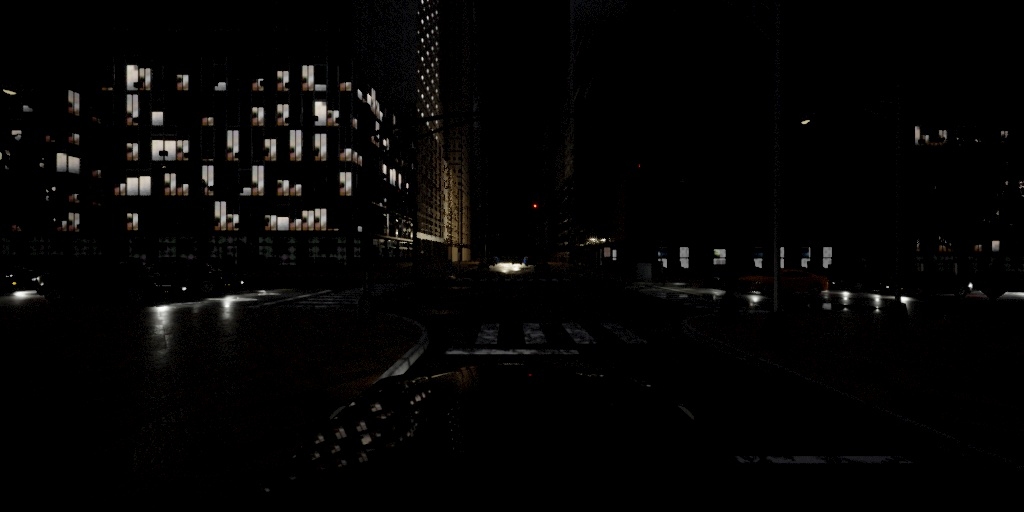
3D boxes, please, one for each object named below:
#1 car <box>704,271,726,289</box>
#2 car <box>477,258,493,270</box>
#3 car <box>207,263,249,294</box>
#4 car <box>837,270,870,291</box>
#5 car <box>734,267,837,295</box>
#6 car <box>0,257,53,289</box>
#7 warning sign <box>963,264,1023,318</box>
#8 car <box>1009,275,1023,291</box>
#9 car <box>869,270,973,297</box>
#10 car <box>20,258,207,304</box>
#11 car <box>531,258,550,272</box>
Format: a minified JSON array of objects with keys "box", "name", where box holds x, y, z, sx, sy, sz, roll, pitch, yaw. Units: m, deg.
[{"box":[16.320,1.546,25.529,5.008,1.535,1.882,1,0,-3],"name":"car"},{"box":[-4.087,1.342,52.129,1.802,1.307,4.207,0,0,0],"name":"car"},{"box":[-15.525,0.995,17.306,4.892,1.490,1.837,1,0,-3],"name":"car"},{"box":[25.617,1.740,25.971,4.892,1.490,1.837,1,0,-3],"name":"car"},{"box":[16.729,1.554,22.295,5.008,1.535,1.882,1,0,-3],"name":"car"},{"box":[-24.565,0.888,16.879,4.181,1.385,1.994,1,0,-3],"name":"car"},{"box":[17.261,1.204,12.860,1.060,1.860,1.300,0,0,-3],"name":"warning sign"},{"box":[38.985,2.038,26.594,4.181,1.385,1.994,1,0,-3],"name":"car"},{"box":[26.129,1.750,22.743,4.892,1.490,1.837,1,0,-3],"name":"car"},{"box":[-15.373,0.998,14.059,4.892,1.490,1.837,1,0,-3],"name":"car"},{"box":[3.873,1.329,46.646,1.948,1.339,4.313,0,0,0],"name":"car"}]
